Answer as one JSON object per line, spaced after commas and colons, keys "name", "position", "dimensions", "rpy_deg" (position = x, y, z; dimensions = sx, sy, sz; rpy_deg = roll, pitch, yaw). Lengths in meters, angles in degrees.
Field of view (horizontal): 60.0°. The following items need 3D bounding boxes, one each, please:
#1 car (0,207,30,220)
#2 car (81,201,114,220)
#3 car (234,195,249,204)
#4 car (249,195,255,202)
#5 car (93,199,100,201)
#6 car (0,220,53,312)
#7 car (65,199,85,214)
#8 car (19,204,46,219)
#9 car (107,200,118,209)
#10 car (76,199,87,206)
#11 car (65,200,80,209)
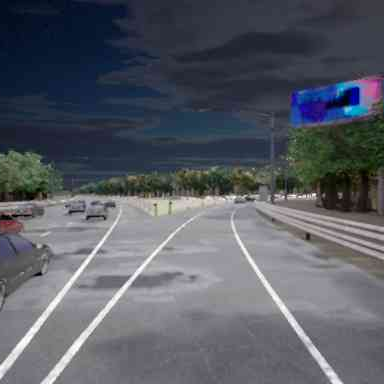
{"name": "car", "position": [-9.442, 1.654, 15.558], "dimensions": [1.812, 1.442, 4.674], "rpy_deg": [0, -1, -9]}
{"name": "car", "position": [-8.643, 1.822, 30.845], "dimensions": [2.033, 1.411, 5.357], "rpy_deg": [0, -1, -10]}
{"name": "car", "position": [10.191, 1.759, 70.027], "dimensions": [1.994, 1.385, 4.181], "rpy_deg": [0, 0, 20]}
{"name": "car", "position": [13.650, 1.580, 79.154], "dimensions": [1.837, 1.490, 4.892], "rpy_deg": [0, 0, 25]}
{"name": "car", "position": [-21.964, 2.402, 76.563], "dimensions": [1.812, 1.442, 4.674], "rpy_deg": [0, -1, -14]}
{"name": "car", "position": [-4.680, 1.597, 7.390], "dimensions": [2.033, 1.411, 5.357], "rpy_deg": [0, 0, -9]}
{"name": "car", "position": [-13.868, 1.948, 40.729], "dimensions": [2.033, 1.411, 5.357], "rpy_deg": [0, -1, -12]}
{"name": "car", "position": [-15.919, 1.863, 32.602], "dimensions": [2.033, 1.411, 5.357], "rpy_deg": [0, -1, -11]}
{"name": "car", "position": [-13.694, 2.085, 56.143], "dimensions": [1.837, 1.490, 4.892], "rpy_deg": [0, -1, -12]}
{"name": "car", "position": [-26.236, 2.475, 79.268], "dimensions": [2.033, 1.411, 5.357], "rpy_deg": [0, -1, -14]}
{"name": "car", "position": [-21.659, 2.224, 60.280], "dimensions": [1.994, 1.385, 4.181], "rpy_deg": [0, -1, -13]}
